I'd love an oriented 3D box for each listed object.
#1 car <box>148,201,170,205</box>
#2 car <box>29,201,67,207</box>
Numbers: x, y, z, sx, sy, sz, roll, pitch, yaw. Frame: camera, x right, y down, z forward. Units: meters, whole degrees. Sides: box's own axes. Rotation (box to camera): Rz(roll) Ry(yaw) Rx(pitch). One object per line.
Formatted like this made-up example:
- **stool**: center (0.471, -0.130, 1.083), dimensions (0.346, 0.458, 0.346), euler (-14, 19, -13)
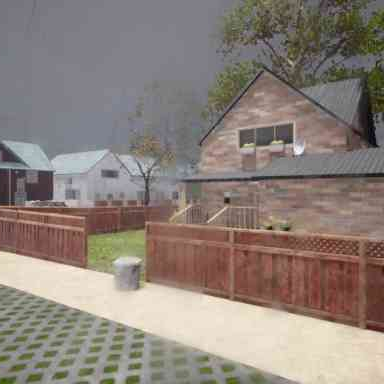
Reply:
- **car**: center (-3.985, 1.758, 35.156), dimensions (2.128, 1.511, 4.902), euler (0, -1, 37)
- **car**: center (-11.469, 1.498, 25.155), dimensions (2.097, 1.767, 4.553), euler (0, -1, 37)
